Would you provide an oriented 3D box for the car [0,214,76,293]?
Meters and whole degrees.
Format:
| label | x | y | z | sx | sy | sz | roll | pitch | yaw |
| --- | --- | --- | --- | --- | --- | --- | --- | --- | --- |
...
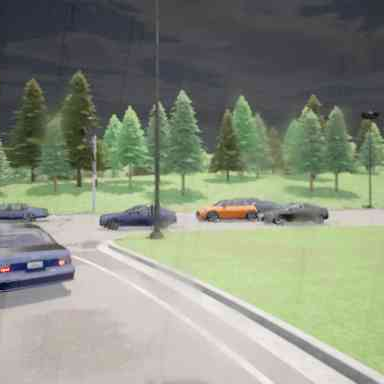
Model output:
| label | x | y | z | sx | sy | sz | roll | pitch | yaw |
| --- | --- | --- | --- | --- | --- | --- | --- | --- | --- |
| car | -4.793 | 1.542 | 8.769 | 2.033 | 1.411 | 5.357 | 0 | 0 | -39 |

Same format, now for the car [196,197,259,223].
| label | x | y | z | sx | sy | sz | roll | pitch | yaw |
| --- | --- | --- | --- | --- | --- | --- | --- | --- | --- |
| car | 2.577 | 1.320 | 25.112 | 4.553 | 1.767 | 2.097 | 0 | 0 | -14 |

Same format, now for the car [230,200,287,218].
| label | x | y | z | sx | sy | sz | roll | pitch | yaw |
| --- | --- | --- | --- | --- | --- | --- | --- | --- | --- |
| car | 5.885 | 1.485 | 29.498 | 4.674 | 1.442 | 1.812 | 0 | 0 | -14 |

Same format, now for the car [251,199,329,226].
| label | x | y | z | sx | sy | sz | roll | pitch | yaw |
| --- | --- | --- | --- | --- | --- | --- | --- | --- | --- |
| car | 6.863 | 1.457 | 22.550 | 4.902 | 1.511 | 2.128 | 0 | 0 | -14 |

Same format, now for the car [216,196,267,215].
| label | x | y | z | sx | sy | sz | roll | pitch | yaw |
| --- | --- | --- | --- | --- | --- | --- | --- | --- | --- |
| car | 4.874 | 1.308 | 32.871 | 4.553 | 1.767 | 2.097 | 0 | 0 | -14 |

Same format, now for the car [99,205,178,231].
| label | x | y | z | sx | sy | sz | roll | pitch | yaw |
| --- | --- | --- | --- | --- | --- | --- | --- | --- | --- |
| car | -3.198 | 1.506 | 20.106 | 4.674 | 1.442 | 1.812 | 0 | 0 | -14 |

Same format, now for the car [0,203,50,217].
| label | x | y | z | sx | sy | sz | roll | pitch | yaw |
| --- | --- | --- | --- | --- | --- | --- | --- | --- | --- |
| car | -13.513 | 1.534 | 24.806 | 5.357 | 1.411 | 2.033 | 0 | 0 | -14 |
